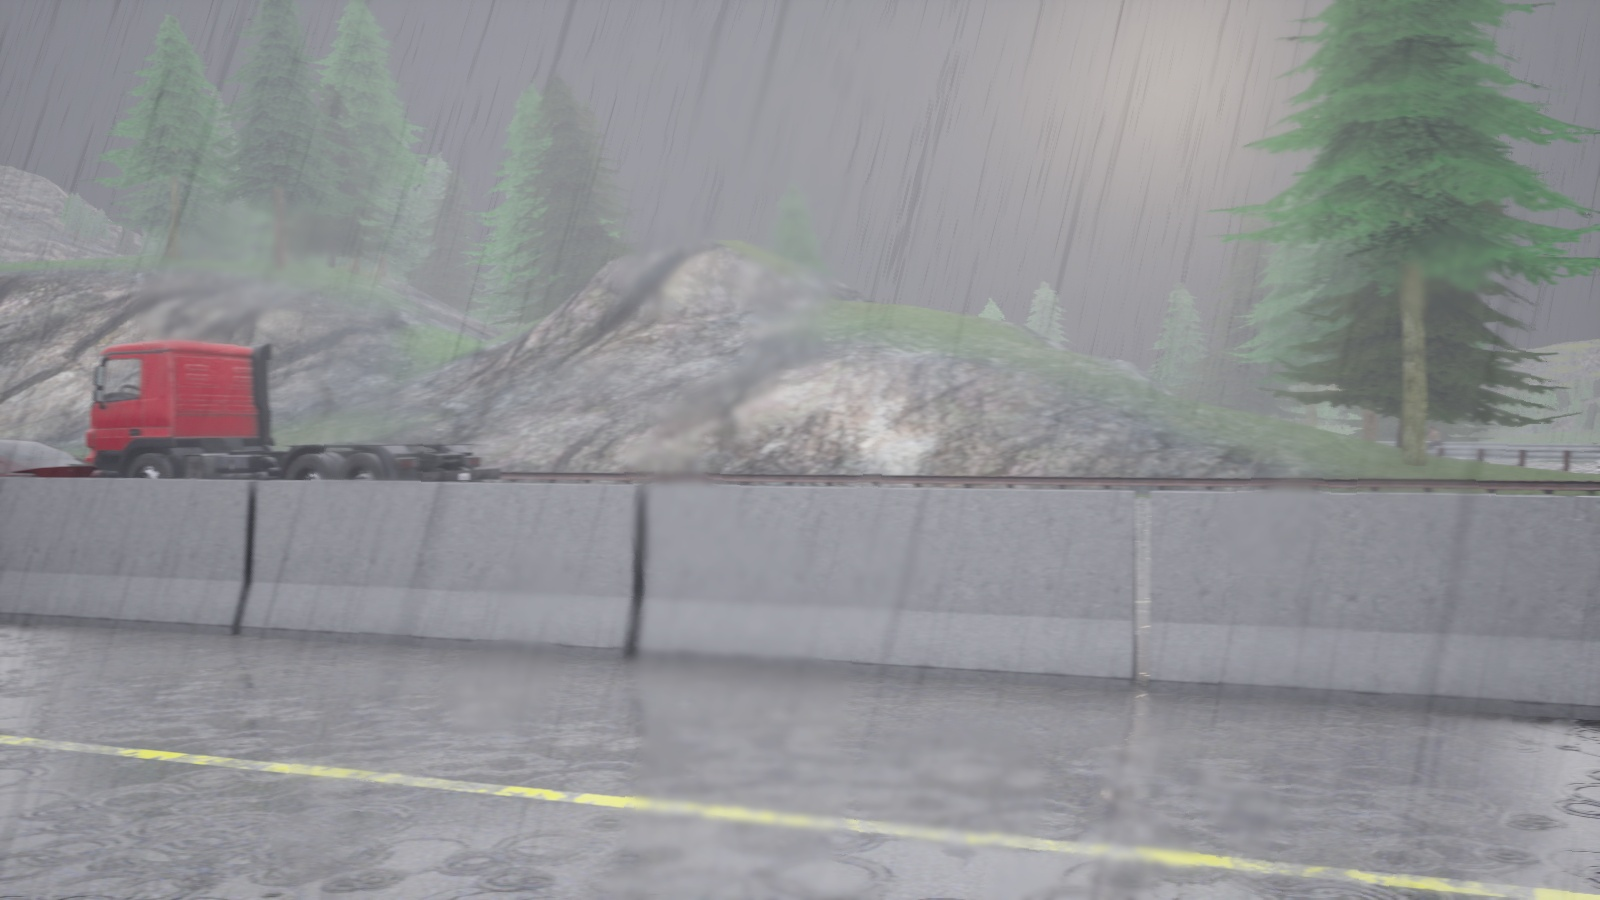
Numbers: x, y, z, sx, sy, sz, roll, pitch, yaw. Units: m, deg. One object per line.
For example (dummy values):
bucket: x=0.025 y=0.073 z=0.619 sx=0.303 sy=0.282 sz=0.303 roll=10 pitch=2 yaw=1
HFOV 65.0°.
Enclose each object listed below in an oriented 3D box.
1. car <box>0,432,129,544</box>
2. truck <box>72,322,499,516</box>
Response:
car: x=-12.658 y=0.475 z=18.529 sx=4.792 sy=1.488 sz=2.163 roll=1 pitch=1 yaw=19
truck: x=-10.262 y=-0.603 z=25.093 sx=7.936 sy=3.462 sz=2.891 roll=1 pitch=1 yaw=19
